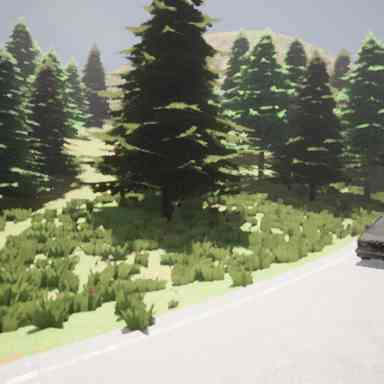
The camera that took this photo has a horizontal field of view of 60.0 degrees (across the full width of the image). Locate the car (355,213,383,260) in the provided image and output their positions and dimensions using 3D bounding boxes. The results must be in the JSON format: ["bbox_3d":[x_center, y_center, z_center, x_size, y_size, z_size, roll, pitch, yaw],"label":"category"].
[{"bbox_3d":[6.834,1.262,10.522,2.033,1.411,5.357,1,2,41],"label":"car"}]
